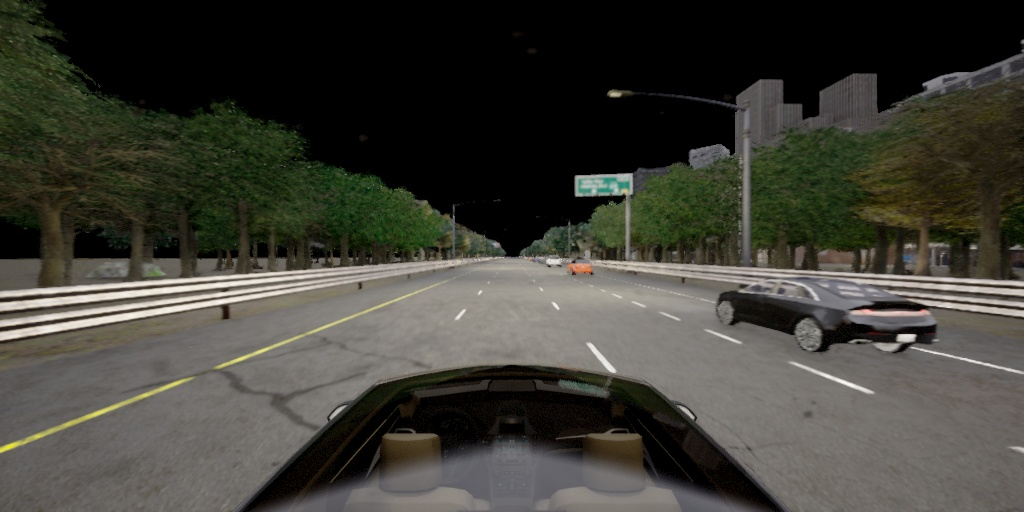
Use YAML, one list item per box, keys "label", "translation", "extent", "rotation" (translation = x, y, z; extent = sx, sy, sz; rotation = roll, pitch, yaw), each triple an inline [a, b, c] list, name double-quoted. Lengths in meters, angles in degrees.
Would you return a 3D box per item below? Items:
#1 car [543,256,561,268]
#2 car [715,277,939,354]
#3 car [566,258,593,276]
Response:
- label: "car"
  translation: [7.094, 0.945, 61.722]
  extent: [2.150, 2.045, 5.566]
  rotation: [0, 0, 0]
- label: "car"
  translation: [6.998, 1.245, 8.789]
  extent: [2.128, 1.511, 4.902]
  rotation: [0, 0, 0]
- label: "car"
  translation: [7.042, 1.089, 37.710]
  extent: [2.097, 1.767, 4.553]
  rotation: [0, 0, 0]
